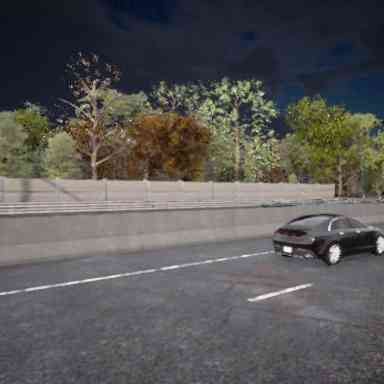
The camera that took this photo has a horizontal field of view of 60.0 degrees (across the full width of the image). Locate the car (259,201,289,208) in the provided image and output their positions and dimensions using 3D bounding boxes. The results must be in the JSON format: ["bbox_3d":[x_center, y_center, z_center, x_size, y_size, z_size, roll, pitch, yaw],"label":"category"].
[{"bbox_3d":[9.525,1.605,36.497,4.718,1.301,1.895,0,0,-35],"label":"car"}]

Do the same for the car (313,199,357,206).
[{"bbox_3d":[13.779,1.511,30.930,4.892,1.490,1.837,1,0,-35],"label":"car"}]

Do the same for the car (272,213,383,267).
[{"bbox_3d":[4.883,1.501,11.530,4.892,1.490,1.837,0,0,-35],"label":"car"}]

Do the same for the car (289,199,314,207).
[{"bbox_3d":[12.612,1.512,34.385,4.892,1.490,1.837,1,0,-35],"label":"car"}]
